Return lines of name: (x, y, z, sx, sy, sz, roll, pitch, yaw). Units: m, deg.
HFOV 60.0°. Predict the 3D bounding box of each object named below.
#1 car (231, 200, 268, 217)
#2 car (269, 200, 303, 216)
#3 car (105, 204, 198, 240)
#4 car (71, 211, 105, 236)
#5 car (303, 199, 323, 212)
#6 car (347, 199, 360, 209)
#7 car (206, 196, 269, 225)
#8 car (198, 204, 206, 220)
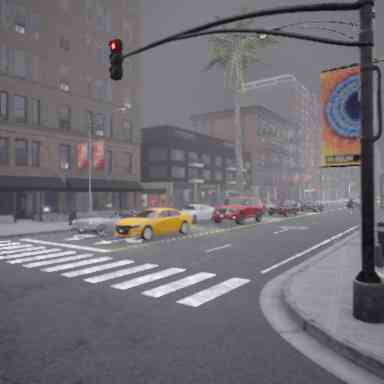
car: (6.233, 1.678, 35.451, 1.882, 1.535, 5.008, -1, 0, 35)
car: (9.484, 1.777, 34.417, 1.895, 1.301, 4.718, -1, 0, 35)
car: (-2.000, 1.613, 18.114, 1.882, 1.535, 5.008, -1, 0, 35)
car: (-4.763, 1.763, 19.852, 1.895, 1.301, 4.718, -1, 0, 35)
car: (15.324, 1.707, 42.631, 1.837, 1.490, 4.892, -1, 0, 36)
car: (24.615, 1.732, 49.909, 1.812, 1.442, 4.674, -1, -1, 36)
car: (3.719, 1.376, 26.250, 2.150, 2.045, 5.566, -1, 0, 35)
car: (0.329, 1.704, 27.068, 1.812, 1.442, 4.674, -1, 0, 35)
